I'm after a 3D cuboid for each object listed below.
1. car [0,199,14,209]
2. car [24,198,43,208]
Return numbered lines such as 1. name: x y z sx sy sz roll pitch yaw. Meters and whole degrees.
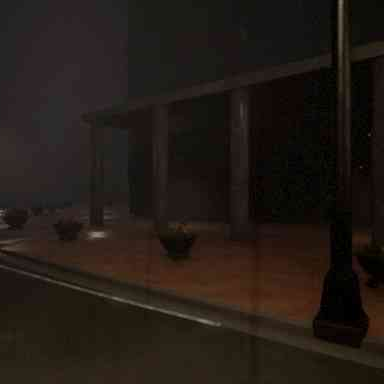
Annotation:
1. car: -26.418 1.692 46.085 1.895 1.301 4.718 0 0 -11
2. car: -23.419 1.620 49.309 1.837 1.490 4.892 0 0 -12
